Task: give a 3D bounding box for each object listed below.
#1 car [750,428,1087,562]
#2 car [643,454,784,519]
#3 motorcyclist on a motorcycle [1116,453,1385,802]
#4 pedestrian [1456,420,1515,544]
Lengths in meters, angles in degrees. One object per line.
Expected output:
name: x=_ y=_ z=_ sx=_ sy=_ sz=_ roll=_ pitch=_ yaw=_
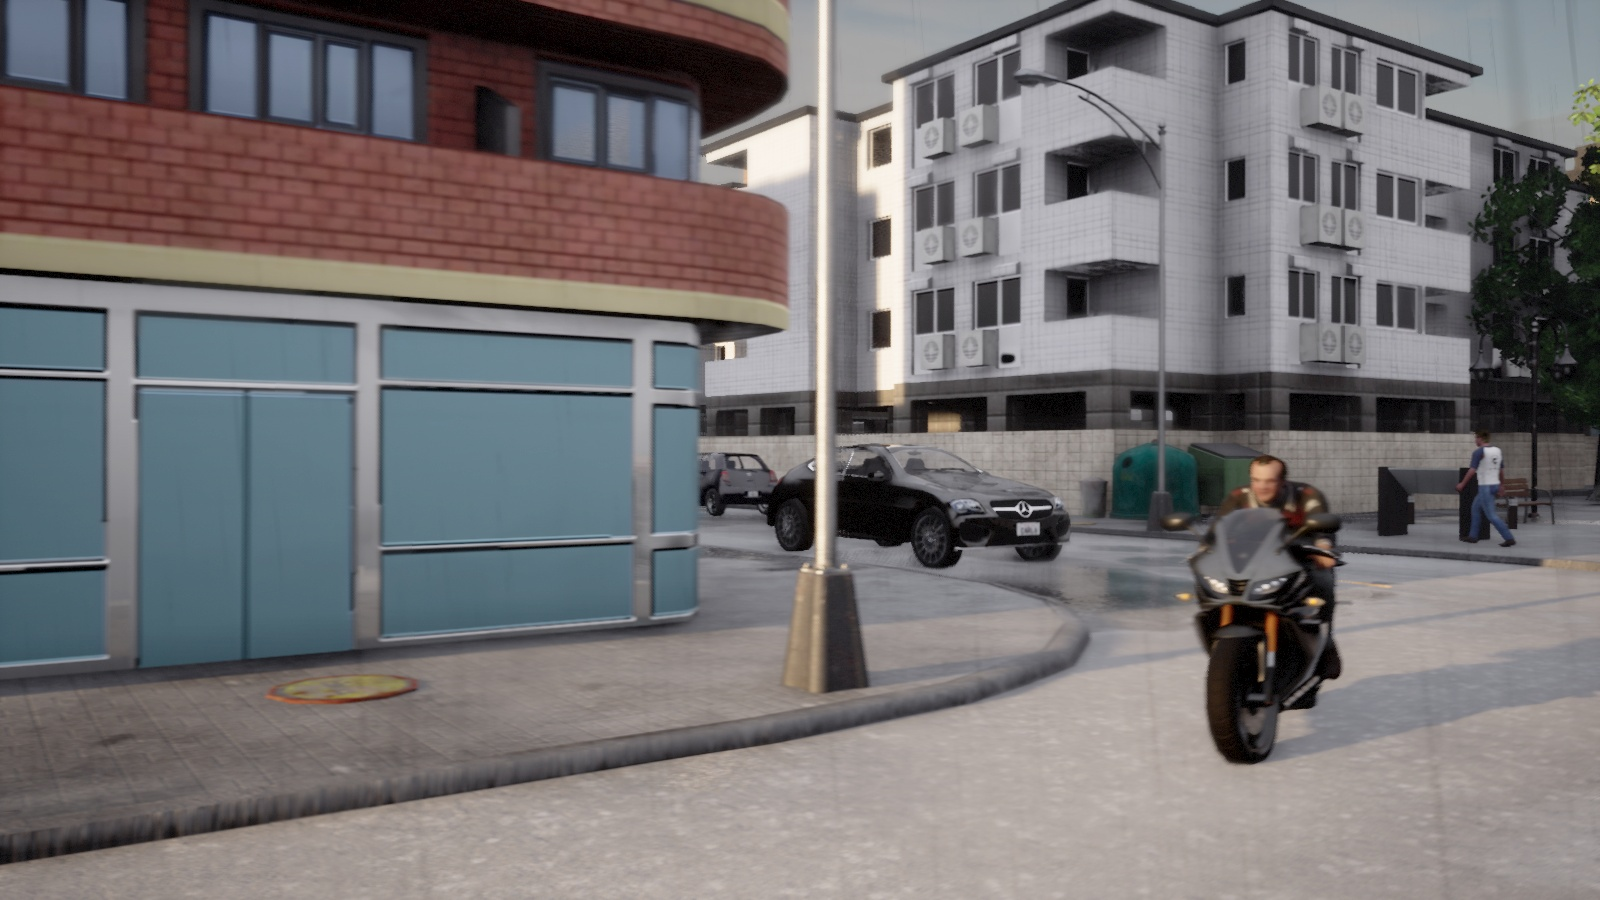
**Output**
car: x=1.520 y=0.568 z=18.185 sx=2.152 sy=1.651 sz=5.027 roll=0 pitch=0 yaw=-34
car: x=-2.171 y=0.844 z=30.732 sx=1.845 sy=1.501 sz=3.633 roll=0 pitch=0 yaw=-34
motorcyclist on a motorcycle: x=2.474 y=0.793 z=6.688 sx=0.866 sy=1.530 sz=2.191 roll=-2 pitch=-1 yaw=32
pedestrian: x=10.376 y=0.481 z=19.019 sx=0.354 sy=1.836 sz=0.706 roll=0 pitch=0 yaw=-28
